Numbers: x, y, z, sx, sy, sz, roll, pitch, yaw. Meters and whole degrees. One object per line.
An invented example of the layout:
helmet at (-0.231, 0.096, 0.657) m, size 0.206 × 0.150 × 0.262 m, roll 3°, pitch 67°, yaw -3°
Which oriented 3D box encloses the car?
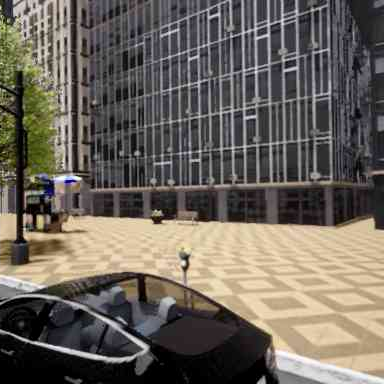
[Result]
car at (-1.200, 1.605, 3.736) m, size 4.313 × 1.339 × 1.947 m, roll -1°, pitch -1°, yaw 36°
